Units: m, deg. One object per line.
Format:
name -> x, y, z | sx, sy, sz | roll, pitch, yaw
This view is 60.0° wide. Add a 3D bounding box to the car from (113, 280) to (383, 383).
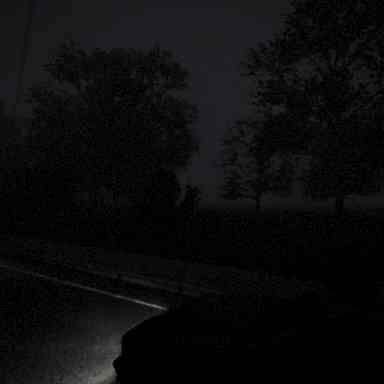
car -> 1.772, 1.547, 2.727 | 5.357, 1.411, 2.033 | 0, 0, 35
